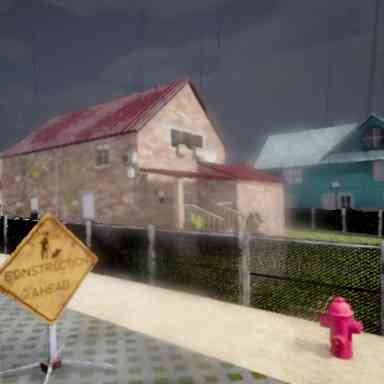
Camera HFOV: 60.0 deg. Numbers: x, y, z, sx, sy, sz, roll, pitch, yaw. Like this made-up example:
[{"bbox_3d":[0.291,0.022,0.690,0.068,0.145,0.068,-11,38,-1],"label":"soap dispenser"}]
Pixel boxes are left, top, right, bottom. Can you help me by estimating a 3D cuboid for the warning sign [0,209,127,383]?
[{"bbox_3d":[-1.646,1.163,3.851,1.060,1.860,1.300,-2,0,36],"label":"warning sign"}]
